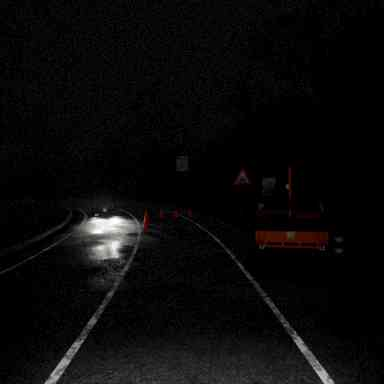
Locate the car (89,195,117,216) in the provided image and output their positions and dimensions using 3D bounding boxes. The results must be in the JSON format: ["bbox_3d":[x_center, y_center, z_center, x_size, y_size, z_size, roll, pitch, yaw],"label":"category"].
[{"bbox_3d":[-7.037,1.001,26.121,2.128,1.511,4.902,-2,2,-19],"label":"car"}]

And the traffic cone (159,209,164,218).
[{"bbox_3d":[-2.074,1.457,22.520,0.340,0.580,0.340,-1,2,-6],"label":"traffic cone"}]

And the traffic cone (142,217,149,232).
[{"bbox_3d":[-2.315,1.652,16.456,0.340,0.580,0.340,-1,2,-7],"label":"traffic cone"}]

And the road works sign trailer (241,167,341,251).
[{"bbox_3d":[2.903,0.638,9.864,2.380,2.880,3.560,-1,2,17],"label":"road works sign trailer"}]

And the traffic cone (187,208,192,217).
[{"bbox_3d":[-0.152,1.407,22.840,0.340,0.580,0.340,-1,2,-2],"label":"traffic cone"}]

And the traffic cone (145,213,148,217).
[{"bbox_3d":[-2.565,1.595,18.438,0.340,0.580,0.340,-1,2,-7],"label":"traffic cone"}]
